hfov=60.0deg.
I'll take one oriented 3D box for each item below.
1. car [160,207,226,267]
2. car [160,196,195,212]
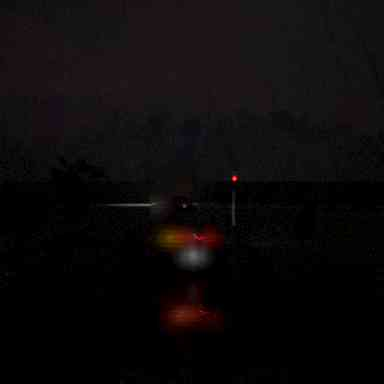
[{"bbox_3d":[0.061,1.425,11.073,1.837,1.490,4.892,0,0,1],"label":"car"},{"bbox_3d":[-1.290,1.153,28.609,2.097,1.767,4.553,-1,0,-19],"label":"car"}]
